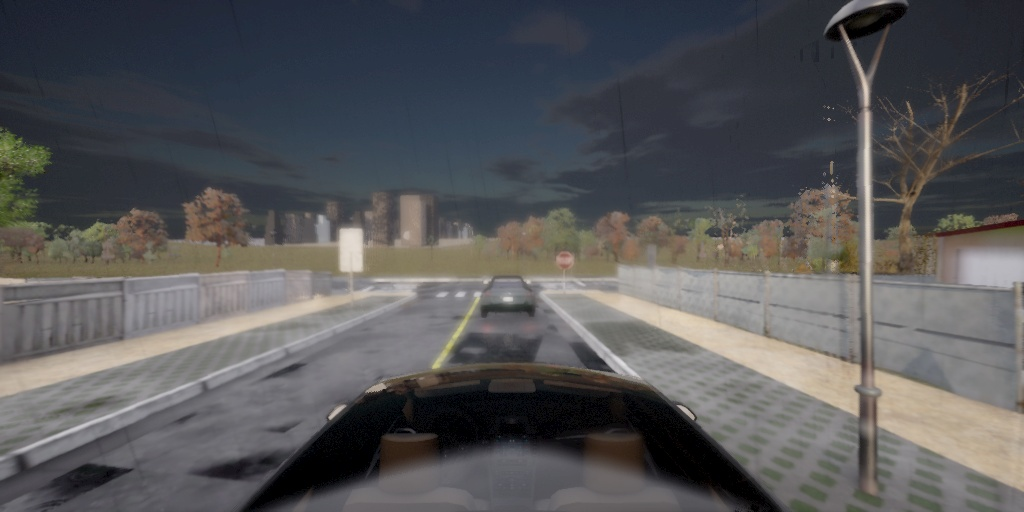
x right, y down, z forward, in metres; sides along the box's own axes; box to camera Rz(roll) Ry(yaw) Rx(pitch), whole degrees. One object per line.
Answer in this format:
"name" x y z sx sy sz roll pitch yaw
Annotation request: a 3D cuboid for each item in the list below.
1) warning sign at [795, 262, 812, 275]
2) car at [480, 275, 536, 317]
"warning sign" 19.562 1.320 24.102 1.060 1.860 1.300 0 0 -4
"car" -0.172 1.428 13.898 1.994 1.385 4.181 0 -1 -1
